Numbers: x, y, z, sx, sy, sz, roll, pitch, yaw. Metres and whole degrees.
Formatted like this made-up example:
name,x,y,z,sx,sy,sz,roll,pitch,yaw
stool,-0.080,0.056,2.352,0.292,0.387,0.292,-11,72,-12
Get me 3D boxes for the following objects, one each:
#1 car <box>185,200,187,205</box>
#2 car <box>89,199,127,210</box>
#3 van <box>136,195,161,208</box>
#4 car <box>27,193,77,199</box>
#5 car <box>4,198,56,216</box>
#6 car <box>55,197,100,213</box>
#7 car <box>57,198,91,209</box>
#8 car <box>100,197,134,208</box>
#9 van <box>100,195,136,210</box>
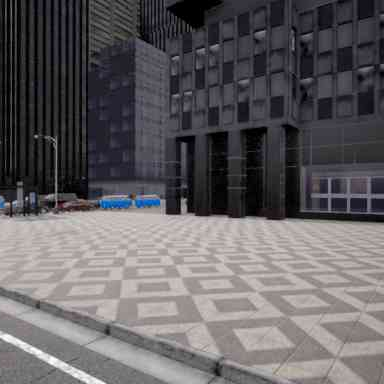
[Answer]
name,x,y,z,sx,sy,sz,roll,pitch,yaw
car,0.545,1.568,55.008,1.802,1.307,4.206,0,0,35
car,-10.939,1.582,43.476,1.895,1.301,4.718,0,0,35
van,-6.042,1.328,45.759,1.690,1.788,3.998,0,0,35
car,-16.673,1.197,40.934,2.150,2.045,5.566,0,0,35
car,-15.925,1.548,31.887,2.008,1.369,4.403,0,0,35
car,-12.631,1.575,36.511,1.802,1.307,4.206,0,0,35
car,-16.281,1.547,46.081,1.802,1.307,4.206,0,0,35
car,-10.981,1.476,48.912,1.837,1.490,4.892,0,0,36
van,-9.336,1.331,41.135,1.690,1.788,3.998,0,0,35
